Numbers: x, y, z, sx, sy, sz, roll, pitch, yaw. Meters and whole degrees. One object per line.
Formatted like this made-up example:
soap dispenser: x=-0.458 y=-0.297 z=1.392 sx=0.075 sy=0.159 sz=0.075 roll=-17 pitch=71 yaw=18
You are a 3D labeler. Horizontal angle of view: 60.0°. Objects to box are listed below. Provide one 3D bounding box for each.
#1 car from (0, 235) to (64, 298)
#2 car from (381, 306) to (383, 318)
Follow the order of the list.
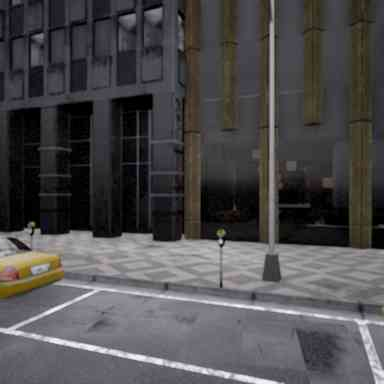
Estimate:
car: x=-5.248 y=1.524 z=7.582 sx=4.829 sy=1.417 sz=1.752 roll=0 pitch=0 yaw=21
car: x=4.920 y=1.525 z=3.723 sx=4.829 sy=1.417 sz=1.752 roll=0 pitch=0 yaw=21
